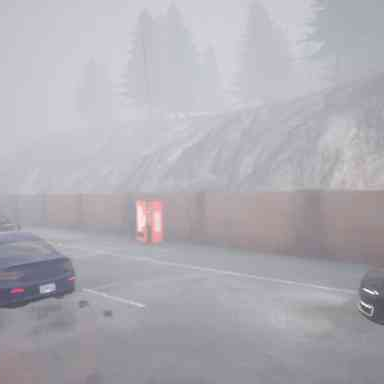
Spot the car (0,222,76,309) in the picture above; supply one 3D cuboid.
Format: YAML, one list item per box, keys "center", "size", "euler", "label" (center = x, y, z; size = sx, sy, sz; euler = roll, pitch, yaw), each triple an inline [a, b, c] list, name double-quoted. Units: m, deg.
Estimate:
- center: [-4.468, 1.631, 7.569]
  size: [4.674, 1.442, 1.812]
  euler: [-1, -1, 38]
  label: "car"

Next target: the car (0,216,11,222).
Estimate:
- center: [-10.699, 1.843, 17.129]
  size: [4.718, 1.301, 1.895]
  euler: [-1, -1, 41]
  label: "car"

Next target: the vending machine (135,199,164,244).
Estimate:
- center: [-2.078, 1.376, 16.261]
  size: [0.880, 2.100, 1.100]
  euler: [-1, -1, 40]
  label: "vending machine"

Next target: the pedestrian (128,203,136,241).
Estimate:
- center: [-2.927, 1.483, 16.548]
  size: [0.375, 1.860, 0.375]
  euler: [-1, -1, 40]
  label: "pedestrian"

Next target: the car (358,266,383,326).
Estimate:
- center: [5.075, 1.523, 4.702]
  size: [4.892, 1.490, 1.837]
  euler: [-1, 0, 35]
  label: "car"
